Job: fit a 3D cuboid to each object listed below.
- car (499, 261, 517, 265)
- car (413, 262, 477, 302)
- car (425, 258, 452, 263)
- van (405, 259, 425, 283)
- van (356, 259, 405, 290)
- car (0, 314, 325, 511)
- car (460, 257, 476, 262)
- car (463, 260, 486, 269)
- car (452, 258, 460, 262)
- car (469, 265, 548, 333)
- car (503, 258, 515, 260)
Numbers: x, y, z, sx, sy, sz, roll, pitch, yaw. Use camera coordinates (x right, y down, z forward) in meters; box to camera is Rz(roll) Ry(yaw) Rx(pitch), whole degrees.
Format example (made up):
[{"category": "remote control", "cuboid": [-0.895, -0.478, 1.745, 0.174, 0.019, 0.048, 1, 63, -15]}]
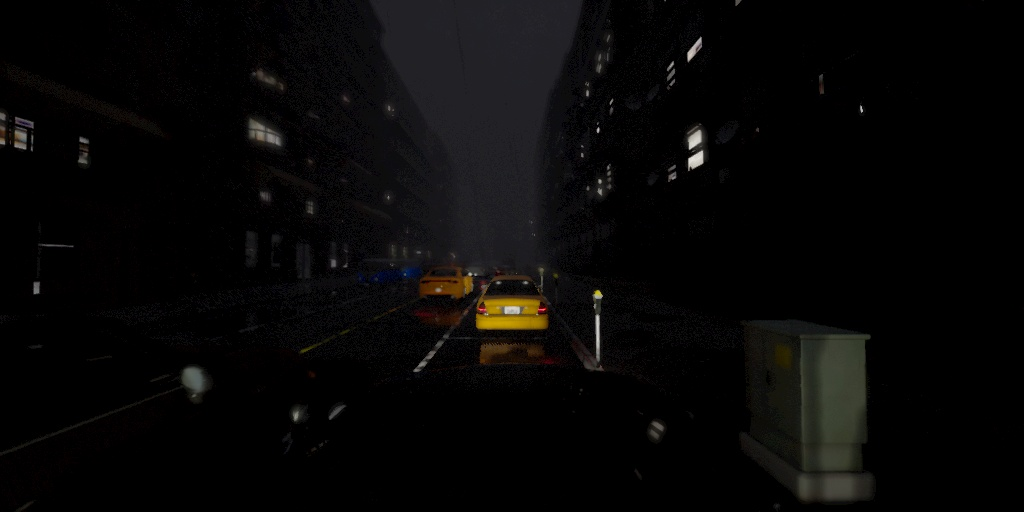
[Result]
[{"category": "car", "cuboid": [-0.452, 1.322, 28.072, 1.888, 1.381, 4.507, 0, 0, 0]}, {"category": "car", "cuboid": [-3.015, 1.239, 17.216, 1.882, 1.535, 5.008, 0, 0, 0]}, {"category": "car", "cuboid": [-8.335, 1.115, 39.194, 2.192, 1.841, 5.009, 0, 0, 0]}, {"category": "van", "cuboid": [-8.335, 1.118, 28.134, 1.690, 1.789, 3.998, 0, 0, 0]}, {"category": "van", "cuboid": [-8.335, 1.108, 22.603, 1.690, 1.789, 3.998, 0, 0, 0]}, {"category": "car", "cuboid": [-3.020, 1.101, 1.933, 2.097, 1.767, 4.553, 0, 0, 0]}, {"category": "car", "cuboid": [-5.776, 1.300, 48.020, 1.882, 1.535, 5.008, 0, 0, 0]}, {"category": "car", "cuboid": [-3.016, 1.310, 32.139, 1.812, 1.442, 4.674, 0, 0, 0]}, {"category": "car", "cuboid": [-8.335, 1.128, 44.724, 2.192, 1.841, 5.009, 0, 0, 0]}, {"category": "car", "cuboid": [0.004, 1.212, 10.693, 1.801, 1.575, 5.366, 0, 0, 0]}, {"category": "car", "cuboid": [-0.445, 1.240, 39.134, 1.967, 1.591, 4.097, 0, 0, 0]}]
